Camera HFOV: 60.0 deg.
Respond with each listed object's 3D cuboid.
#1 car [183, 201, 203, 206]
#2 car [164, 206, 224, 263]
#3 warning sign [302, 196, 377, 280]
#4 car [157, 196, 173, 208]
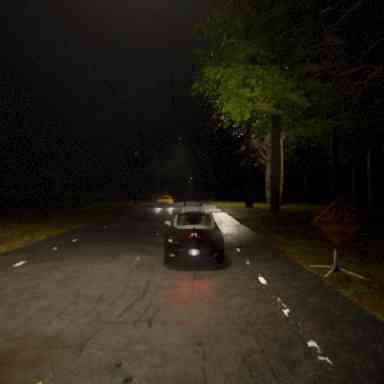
[{"bbox_3d":[0.086,1.445,29.204,1.895,1.301,4.718,0,0,0],"label":"car"},{"bbox_3d":[0.071,1.437,11.750,1.837,1.490,4.892,0,0,0],"label":"car"},{"bbox_3d":[3.577,1.068,8.202,1.300,1.860,1.060,2,2,0],"label":"warning sign"},{"bbox_3d":[-3.584,1.249,44.942,1.882,1.535,5.008,0,0,0],"label":"car"}]
